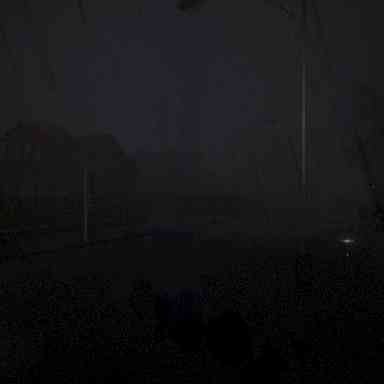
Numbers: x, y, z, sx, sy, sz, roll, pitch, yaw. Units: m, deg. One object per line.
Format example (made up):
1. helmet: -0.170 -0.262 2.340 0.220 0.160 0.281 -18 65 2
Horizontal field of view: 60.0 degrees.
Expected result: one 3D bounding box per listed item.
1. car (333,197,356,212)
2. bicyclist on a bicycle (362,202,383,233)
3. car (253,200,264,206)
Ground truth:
1. car: 17.989 1.352 39.148 2.097 1.767 4.553 0 0 32
2. bicyclist on a bicycle: 9.638 1.349 17.023 1.656 1.620 0.582 0 0 31
3. car: 7.350 1.355 46.532 5.357 1.415 2.033 0 0 34
